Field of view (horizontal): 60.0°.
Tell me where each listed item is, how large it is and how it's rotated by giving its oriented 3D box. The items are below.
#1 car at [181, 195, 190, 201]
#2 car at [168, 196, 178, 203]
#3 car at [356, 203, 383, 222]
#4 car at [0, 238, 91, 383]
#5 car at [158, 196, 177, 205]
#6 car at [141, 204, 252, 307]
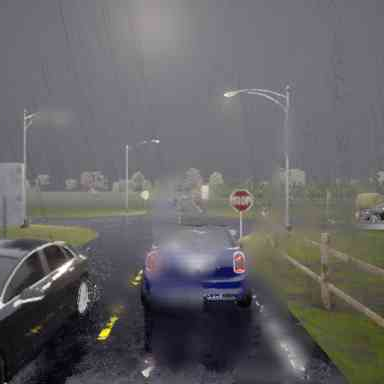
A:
[{"bbox_3d":[-1.620,1.453,82.412,2.128,1.511,4.902,0,0,-2],"label":"car"},{"bbox_3d":[-3.859,1.552,67.332,1.895,1.301,4.718,0,0,-1],"label":"car"},{"bbox_3d":[14.661,1.487,24.294,4.902,1.511,2.128,0,0,9],"label":"car"},{"bbox_3d":[-2.862,1.504,4.614,1.837,1.490,4.892,0,0,0],"label":"car"},{"bbox_3d":[-3.289,1.457,42.577,1.882,1.535,5.008,0,0,-1],"label":"car"},{"bbox_3d":[0.072,1.350,8.128,2.097,1.767,4.553,0,0,0],"label":"car"}]
